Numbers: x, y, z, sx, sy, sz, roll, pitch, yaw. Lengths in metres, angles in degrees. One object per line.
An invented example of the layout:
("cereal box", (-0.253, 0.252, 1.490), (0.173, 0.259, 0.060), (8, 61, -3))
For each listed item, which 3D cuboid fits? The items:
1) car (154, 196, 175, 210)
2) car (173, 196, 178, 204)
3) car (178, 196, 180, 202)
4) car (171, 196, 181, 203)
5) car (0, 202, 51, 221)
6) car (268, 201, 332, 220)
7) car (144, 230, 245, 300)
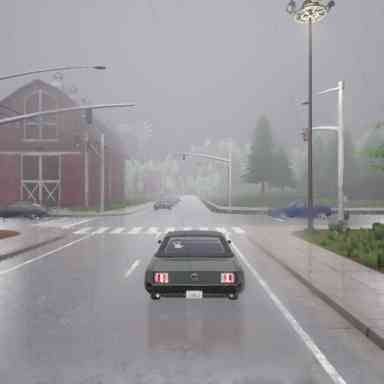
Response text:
("car", (-3.614, 1.564, 42.150), (1.994, 1.385, 4.181), (0, 0, 0))
("car", (-3.611, 1.505, 52.171), (1.837, 1.490, 4.892), (0, 0, 0))
("car", (-3.584, 1.505, 62.244), (1.837, 1.490, 4.892), (0, 0, 0))
("car", (-3.526, 1.590, 72.551), (1.895, 1.301, 4.718), (0, 0, 0))
("car", (-13.725, 1.499, 26.593), (4.674, 1.442, 1.812), (0, 0, -1))
("car", (8.697, 1.451, 27.016), (5.008, 1.535, 1.882), (0, 0, -1))
("car", (0.063, 1.601, 8.339), (1.895, 1.301, 4.718), (0, 0, 0))
